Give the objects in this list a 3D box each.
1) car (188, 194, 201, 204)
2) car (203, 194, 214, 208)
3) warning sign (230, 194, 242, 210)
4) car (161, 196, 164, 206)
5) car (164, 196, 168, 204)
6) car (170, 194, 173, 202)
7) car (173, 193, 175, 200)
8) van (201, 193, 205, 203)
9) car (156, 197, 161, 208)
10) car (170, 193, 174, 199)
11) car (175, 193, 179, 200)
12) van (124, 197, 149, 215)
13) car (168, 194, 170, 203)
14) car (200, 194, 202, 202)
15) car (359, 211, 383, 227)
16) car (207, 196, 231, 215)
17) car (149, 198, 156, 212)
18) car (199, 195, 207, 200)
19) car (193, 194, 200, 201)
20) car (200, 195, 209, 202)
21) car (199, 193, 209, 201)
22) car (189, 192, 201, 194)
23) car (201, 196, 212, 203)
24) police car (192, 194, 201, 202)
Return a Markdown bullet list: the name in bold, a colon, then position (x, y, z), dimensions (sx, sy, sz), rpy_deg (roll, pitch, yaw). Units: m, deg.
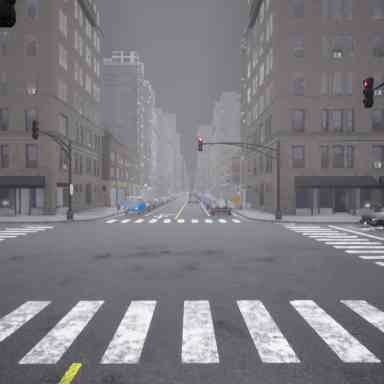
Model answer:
- **car**: position (0.261, 1.565, 62.960), dimensions (1.994, 1.385, 4.181), rpy_deg (0, 0, 0)
- **car**: position (2.851, 1.443, 44.728), dimensions (1.967, 1.590, 4.097), rpy_deg (0, 0, 0)
- **warning sign**: position (5.230, 1.118, 39.374), dimensions (1.300, 1.860, 1.060), rpy_deg (0, 0, 0)
- **car**: position (-5.651, 1.585, 50.428), dimensions (1.802, 1.307, 4.206), rpy_deg (0, 0, 0)
- **car**: position (-5.627, 1.568, 56.097), dimensions (1.947, 1.339, 4.313), rpy_deg (0, 0, 0)
- **car**: position (-5.579, 1.566, 67.433), dimensions (1.947, 1.339, 4.313), rpy_deg (0, 0, 0)
- **car**: position (-5.532, 1.521, 78.599), dimensions (1.752, 1.417, 4.829), rpy_deg (0, 0, 0)
- **van**: position (2.899, 1.343, 56.066), dimensions (1.690, 1.788, 3.998), rpy_deg (0, 0, 0)
- **car**: position (-5.674, 1.568, 44.760), dimensions (1.947, 1.339, 4.313), rpy_deg (0, 0, 0)
- **car**: position (-5.555, 1.543, 73.101), dimensions (1.887, 1.381, 4.507), rpy_deg (0, 0, 0)
- **car**: position (-5.484, 1.306, 90.106), dimensions (2.192, 1.841, 5.009), rpy_deg (0, 0, 0)
- **van**: position (-5.722, 1.343, 33.423), dimensions (1.690, 1.788, 3.998), rpy_deg (0, 0, 0)
- **car**: position (-5.604, 1.527, 61.595), dimensions (1.752, 1.417, 4.829), rpy_deg (0, 0, 0)
- **car**: position (2.923, 1.526, 61.905), dimensions (1.752, 1.417, 4.829), rpy_deg (0, 0, 0)
- **car**: position (13.453, 1.561, 20.724), dimensions (5.357, 1.411, 2.033), rpy_deg (0, 0, 0)
- **car**: position (2.804, 1.442, 33.390), dimensions (1.967, 1.590, 4.097), rpy_deg (0, 0, 0)
- **car**: position (-5.698, 1.442, 39.092), dimensions (1.967, 1.590, 4.097), rpy_deg (0, 0, 0)
- **car**: position (3.042, 1.557, 90.083), dimensions (1.947, 1.339, 4.313), rpy_deg (0, 0, 0)
- **car**: position (1.159, 1.447, 89.582), dimensions (1.801, 1.575, 5.366), rpy_deg (0, 0, 0)
- **car**: position (2.994, 1.436, 78.744), dimensions (1.967, 1.590, 4.097), rpy_deg (0, 0, 0)
- **car**: position (3.018, 1.308, 84.413), dimensions (2.192, 1.841, 5.009), rpy_deg (0, 0, 0)
- **car**: position (0.303, 1.038, 72.994), dimensions (2.150, 2.045, 5.566), rpy_deg (0, 0, 0)
- **car**: position (2.947, 1.551, 67.405), dimensions (2.008, 1.369, 4.403), rpy_deg (0, 0, 0)
- **police car**: position (1.126, 1.421, 79.487), dimensions (1.930, 1.638, 5.238), rpy_deg (0, 0, -1)
